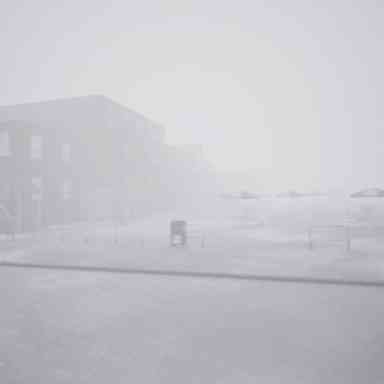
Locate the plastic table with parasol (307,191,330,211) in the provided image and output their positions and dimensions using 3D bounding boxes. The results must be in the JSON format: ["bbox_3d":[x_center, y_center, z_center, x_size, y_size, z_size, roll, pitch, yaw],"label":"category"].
[{"bbox_3d":[15.892,1.118,41.850,2.482,2.480,2.482,-1,-1,17],"label":"plastic table with parasol"}]
